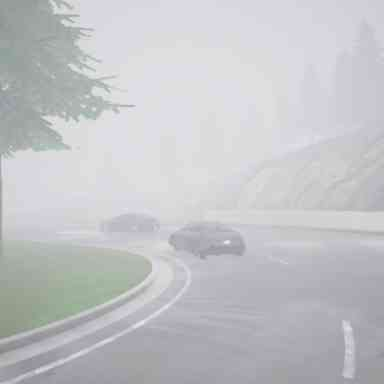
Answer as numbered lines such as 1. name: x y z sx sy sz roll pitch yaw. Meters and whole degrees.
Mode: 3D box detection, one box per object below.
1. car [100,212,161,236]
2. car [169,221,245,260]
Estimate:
1. car: -4.440 2.216 23.626 4.892 1.490 1.837 -2 -2 34
2. car: 0.517 1.937 14.414 1.994 1.385 4.181 0 -2 -23
